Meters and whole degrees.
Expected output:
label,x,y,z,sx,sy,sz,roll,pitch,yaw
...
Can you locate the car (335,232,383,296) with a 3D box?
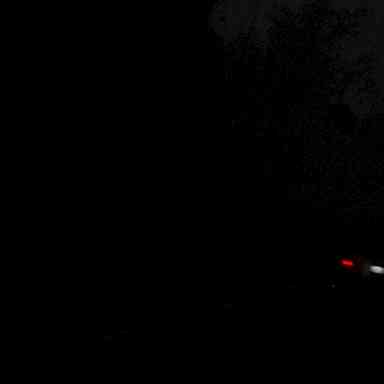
label,x,y,z,sx,sy,sz,roll,pitch,yaw
car,5.511,1.484,7.688,5.357,1.411,2.033,-1,0,-36
